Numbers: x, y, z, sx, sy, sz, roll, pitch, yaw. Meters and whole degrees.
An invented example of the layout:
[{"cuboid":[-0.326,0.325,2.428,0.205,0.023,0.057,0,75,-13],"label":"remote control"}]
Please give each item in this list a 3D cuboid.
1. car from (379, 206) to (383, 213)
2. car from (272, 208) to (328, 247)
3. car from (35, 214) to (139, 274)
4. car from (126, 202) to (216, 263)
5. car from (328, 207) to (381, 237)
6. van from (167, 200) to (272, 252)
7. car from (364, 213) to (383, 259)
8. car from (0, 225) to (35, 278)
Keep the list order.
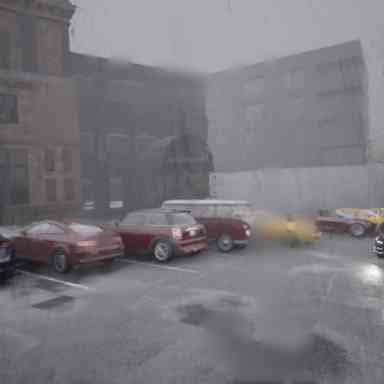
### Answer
[{"cuboid":[10.542,1.711,21.002,5.366,1.575,1.946,-1,-2,34],"label":"car"},{"cuboid":[3.272,1.580,15.744,5.366,1.575,1.946,-1,-2,34],"label":"car"},{"cuboid":[-4.170,1.548,10.596,4.674,1.452,2.002,-1,-1,34],"label":"car"},{"cuboid":[-1.719,1.402,12.327,4.553,1.767,2.185,-1,-1,34],"label":"car"},{"cuboid":[7.993,1.696,19.335,4.792,1.488,2.163,-1,-2,34],"label":"car"},{"cuboid":[0.788,1.325,14.036,4.442,1.987,1.878,-1,-1,34],"label":"van"},{"cuboid":[8.385,1.615,11.851,4.892,1.490,1.837,2,-1,-35],"label":"car"},{"cuboid":[-6.632,1.525,8.871,4.792,1.488,2.163,-1,-1,34],"label":"car"}]
